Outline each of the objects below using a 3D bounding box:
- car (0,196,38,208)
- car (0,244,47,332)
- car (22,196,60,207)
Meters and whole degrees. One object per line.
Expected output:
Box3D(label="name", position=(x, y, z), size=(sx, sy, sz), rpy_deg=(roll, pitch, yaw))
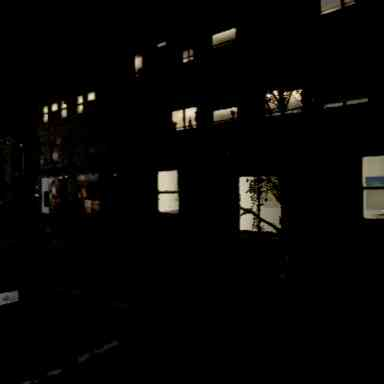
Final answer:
Box3D(label="car", position=(-20.110, 1.206, 39.330), size=(1.752, 1.417, 4.829), rpy_deg=(-1, 0, 36))
Box3D(label="car", position=(-4.349, 1.561, 5.993), size=(4.313, 1.339, 1.947), rpy_deg=(0, -1, 36))
Box3D(label="car", position=(-19.970, 1.247, 44.100), size=(1.994, 1.385, 4.181), rpy_deg=(-1, 0, 36))
